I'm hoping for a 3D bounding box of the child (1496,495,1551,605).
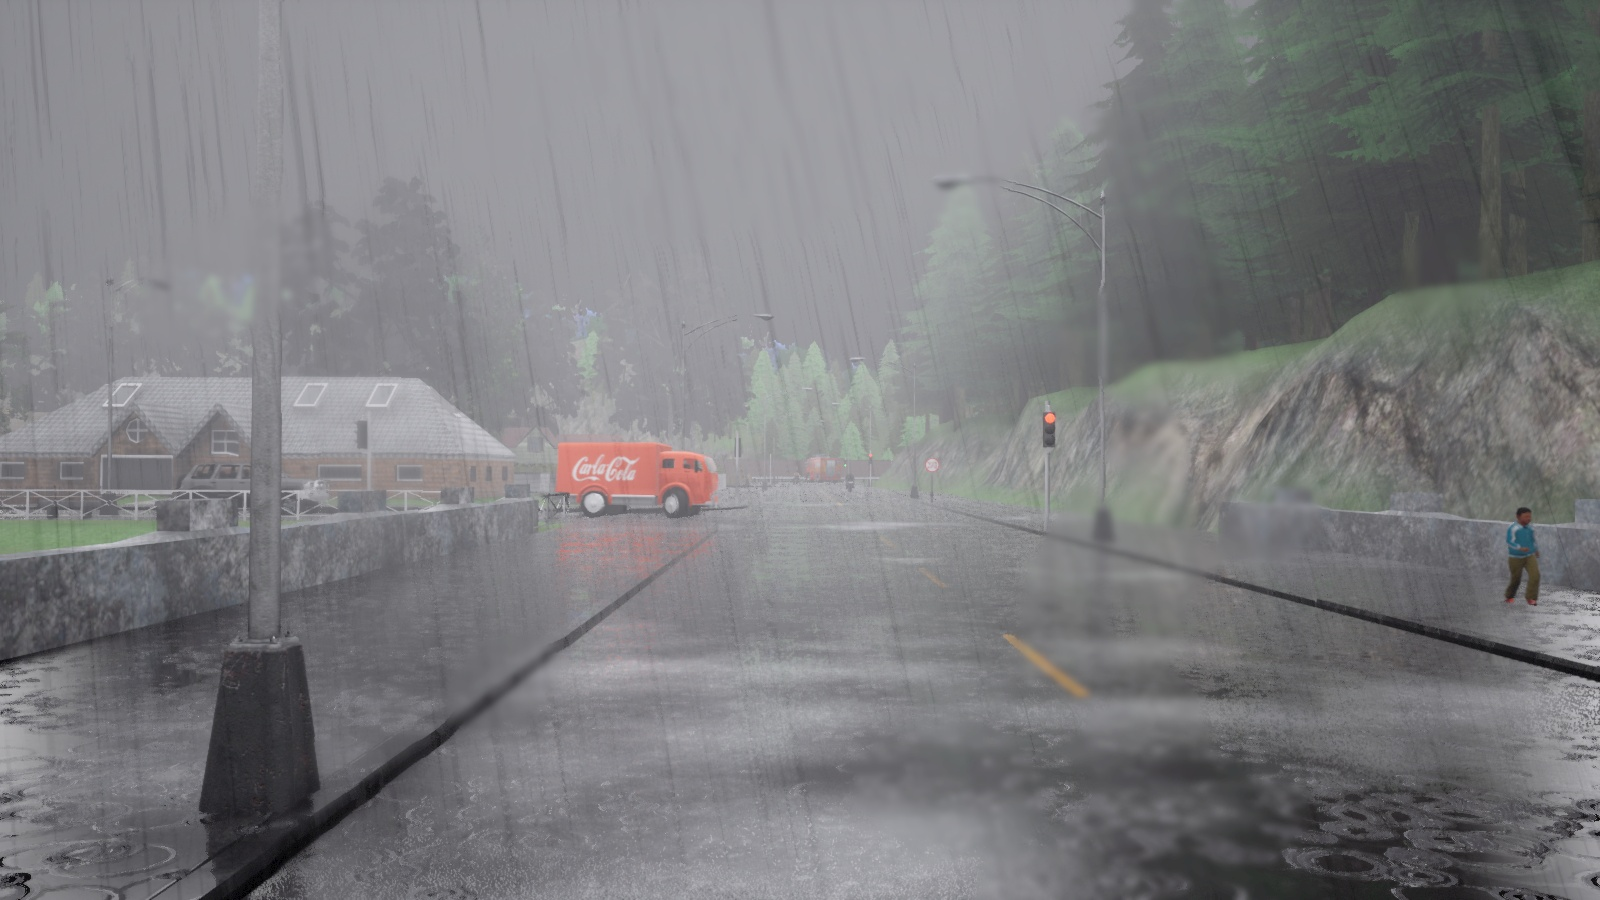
[{"bbox_3d":[8.083,1.107,14.031,0.343,1.192,0.448,0,-1,1],"label":"child"}]

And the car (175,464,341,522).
[{"bbox_3d":[-17.711,1.391,41.171,4.605,1.855,1.932,0,-1,0],"label":"car"}]

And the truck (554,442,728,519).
[{"bbox_3d":[-5.262,1.048,41.969,5.204,2.467,2.627,0,-2,10],"label":"truck"}]
